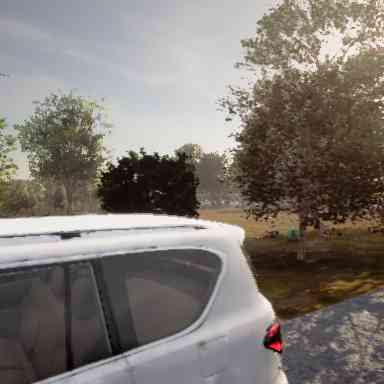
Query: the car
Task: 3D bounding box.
[{"bbox_3d":[-1.870,1.214,1.758,5.566,2.045,2.150,0,0,-36],"label":"car"}]
